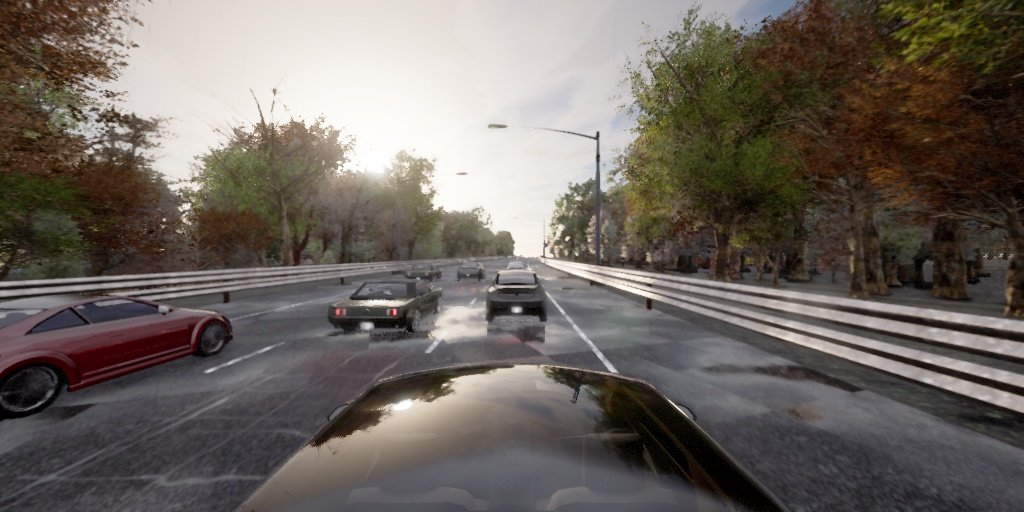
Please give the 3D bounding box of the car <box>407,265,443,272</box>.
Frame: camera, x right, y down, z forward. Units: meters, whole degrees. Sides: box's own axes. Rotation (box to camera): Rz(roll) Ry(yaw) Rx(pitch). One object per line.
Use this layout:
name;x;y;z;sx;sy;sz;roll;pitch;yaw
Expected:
car;-6.654;1.314;27.761;1.895;1.301;4.718;0;0;1

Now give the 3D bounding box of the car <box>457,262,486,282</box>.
car;-3.158;1.189;28.603;2.128;1.511;4.902;0;0;1

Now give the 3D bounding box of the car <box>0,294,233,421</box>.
car;-6.879;1.306;5.831;1.994;1.385;4.181;0;0;0

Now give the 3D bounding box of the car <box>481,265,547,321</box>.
car;0.152;1.237;12.354;1.837;1.490;4.892;0;0;0

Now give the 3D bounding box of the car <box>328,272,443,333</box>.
car;-3.363;1.336;10.608;1.895;1.301;4.718;0;0;0

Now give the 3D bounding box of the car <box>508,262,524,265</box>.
car;0.349;1.216;29.797;1.812;1.442;4.674;0;0;1
